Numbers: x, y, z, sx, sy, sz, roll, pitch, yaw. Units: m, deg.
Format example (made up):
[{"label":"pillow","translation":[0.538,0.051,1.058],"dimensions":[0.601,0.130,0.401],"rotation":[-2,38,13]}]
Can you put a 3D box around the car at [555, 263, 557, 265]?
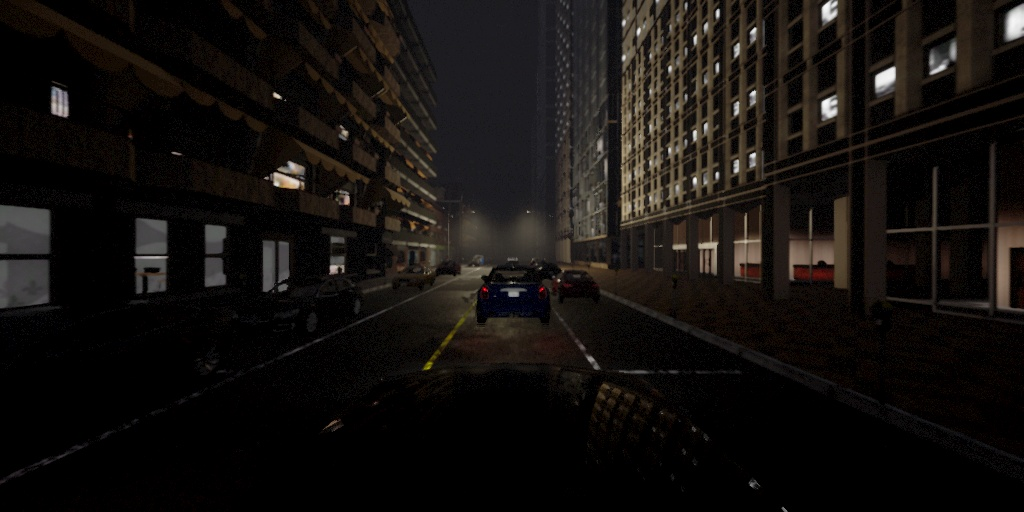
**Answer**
[{"label":"car","translation":[2.691,1.163,27.026],"dimensions":[1.948,1.339,4.313],"rotation":[0,0,0]}]

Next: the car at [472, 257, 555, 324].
[{"label":"car","translation":[0.030,1.039,11.843],"dimensions":[2.097,1.767,4.553],"rotation":[0,0,0]}]

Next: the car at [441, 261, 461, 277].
[{"label":"car","translation":[-5.690,1.110,32.676],"dimensions":[1.888,1.381,4.507],"rotation":[0,0,0]}]

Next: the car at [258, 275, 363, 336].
[{"label":"car","translation":[-5.690,1.248,10.082],"dimensions":[2.007,1.370,4.403],"rotation":[0,0,0]}]

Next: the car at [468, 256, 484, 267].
[{"label":"car","translation":[-5.690,1.004,55.269],"dimensions":[1.948,1.339,4.313],"rotation":[0,0,0]}]

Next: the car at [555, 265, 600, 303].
[{"label":"car","translation":[2.690,1.245,15.730],"dimensions":[1.802,1.307,4.207],"rotation":[0,0,0]}]

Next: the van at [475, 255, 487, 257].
[{"label":"van","translation":[-5.689,0.747,60.918],"dimensions":[1.690,1.789,3.998],"rotation":[0,0,0]}]

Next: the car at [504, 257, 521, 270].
[{"label":"car","translation":[0.101,0.971,48.116],"dimensions":[2.128,1.511,4.902],"rotation":[0,0,0]}]

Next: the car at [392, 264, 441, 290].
[{"label":"car","translation":[-5.690,1.155,21.209],"dimensions":[1.751,1.417,4.829],"rotation":[0,0,0]}]

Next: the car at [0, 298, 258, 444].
[{"label":"car","translation":[-5.691,1.299,4.434],"dimensions":[1.948,1.339,4.313],"rotation":[0,0,0]}]
